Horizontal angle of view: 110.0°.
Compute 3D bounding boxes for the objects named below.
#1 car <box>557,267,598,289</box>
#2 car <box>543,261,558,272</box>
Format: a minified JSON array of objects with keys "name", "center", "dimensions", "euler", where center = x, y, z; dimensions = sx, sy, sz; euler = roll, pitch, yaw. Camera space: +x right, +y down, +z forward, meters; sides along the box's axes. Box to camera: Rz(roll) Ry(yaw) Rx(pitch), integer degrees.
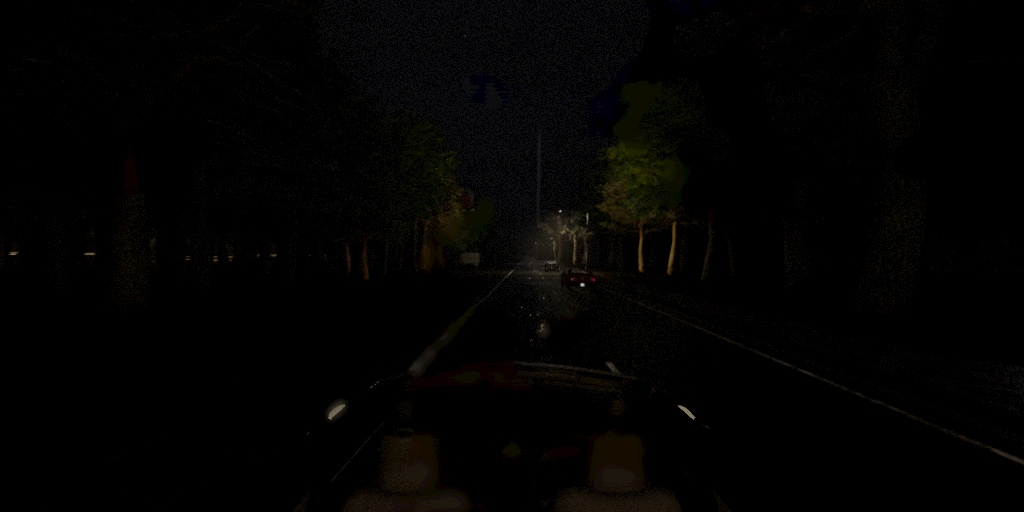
[{"name":"car","center":[4.391,1.459,24.050],"dimensions":[1.895,1.301,4.718],"euler":[1,0,2]},{"name":"car","center":[5.446,1.397,50.545],"dimensions":[2.128,1.511,4.902],"euler":[1,0,2]}]
